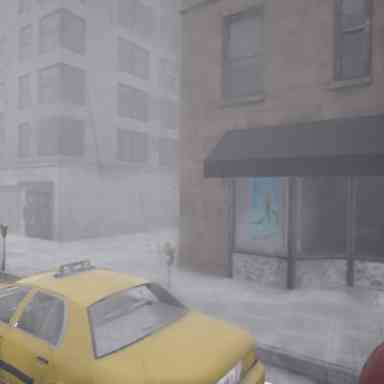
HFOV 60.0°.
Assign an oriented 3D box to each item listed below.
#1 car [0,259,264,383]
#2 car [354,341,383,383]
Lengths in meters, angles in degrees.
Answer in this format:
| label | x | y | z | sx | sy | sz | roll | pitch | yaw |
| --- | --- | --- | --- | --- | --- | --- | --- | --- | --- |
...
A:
| label | x | y | z | sx | sy | sz | roll | pitch | yaw |
| --- | --- | --- | --- | --- | --- | --- | --- | --- | --- |
| car | -1.587 | 1.514 | 4.083 | 4.829 | 1.417 | 1.752 | 0 | 1 | 36 |
| car | 3.032 | 1.322 | 0.785 | 5.009 | 1.841 | 2.192 | 0 | 1 | 36 |
